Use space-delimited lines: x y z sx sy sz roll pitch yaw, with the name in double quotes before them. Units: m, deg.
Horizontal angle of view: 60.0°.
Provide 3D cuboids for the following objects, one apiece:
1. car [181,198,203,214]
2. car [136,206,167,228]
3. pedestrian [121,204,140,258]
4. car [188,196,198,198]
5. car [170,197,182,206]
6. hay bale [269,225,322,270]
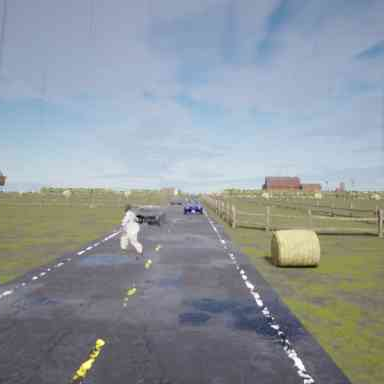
"car" 0.153 1.612 35.113 1.895 1.301 4.718 0 0 0
"car" -2.812 1.607 22.362 1.895 1.301 4.718 0 0 0
"pedestrian" -2.121 1.297 11.483 0.375 1.860 0.375 1 -1 2
"car" 0.166 1.367 47.690 2.097 1.767 4.553 0 0 0
"car" -2.742 1.566 57.156 2.033 1.411 5.357 0 0 0
"hay bale" 3.134 1.658 10.194 1.220 1.180 1.240 -1 -1 0
